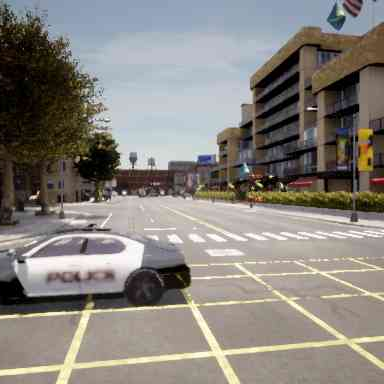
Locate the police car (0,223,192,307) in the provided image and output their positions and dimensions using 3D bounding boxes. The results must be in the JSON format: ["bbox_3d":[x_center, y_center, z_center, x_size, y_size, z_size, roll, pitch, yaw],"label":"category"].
[{"bbox_3d":[-2.563,1.509,7.124,4.974,1.542,2.038,0,0,-10],"label":"police car"}]
